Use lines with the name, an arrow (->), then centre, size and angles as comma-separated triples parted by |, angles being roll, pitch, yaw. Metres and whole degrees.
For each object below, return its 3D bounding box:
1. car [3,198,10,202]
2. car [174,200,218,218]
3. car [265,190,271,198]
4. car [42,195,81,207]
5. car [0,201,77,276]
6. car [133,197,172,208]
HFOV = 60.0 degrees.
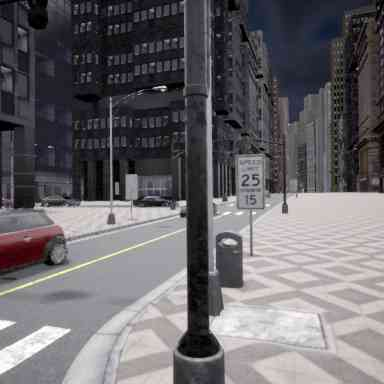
car -> -25.604, 1.091, 42.793 | 4.553, 1.767, 2.097 | 0, 0, 19
car -> 0.558, 1.197, 25.290 | 1.994, 1.385, 4.181 | -1, 1, 19
car -> 14.725, 0.440, 66.883 | 1.837, 1.490, 4.892 | -1, 0, 19
car -> -15.430, 1.148, 39.296 | 4.892, 1.490, 1.837 | -1, -1, 19
car -> -5.321, 1.281, 8.310 | 2.097, 1.767, 4.553 | -1, 1, 19
car -> -3.693, 1.125, 34.929 | 4.718, 1.301, 1.895 | -1, 0, 24
